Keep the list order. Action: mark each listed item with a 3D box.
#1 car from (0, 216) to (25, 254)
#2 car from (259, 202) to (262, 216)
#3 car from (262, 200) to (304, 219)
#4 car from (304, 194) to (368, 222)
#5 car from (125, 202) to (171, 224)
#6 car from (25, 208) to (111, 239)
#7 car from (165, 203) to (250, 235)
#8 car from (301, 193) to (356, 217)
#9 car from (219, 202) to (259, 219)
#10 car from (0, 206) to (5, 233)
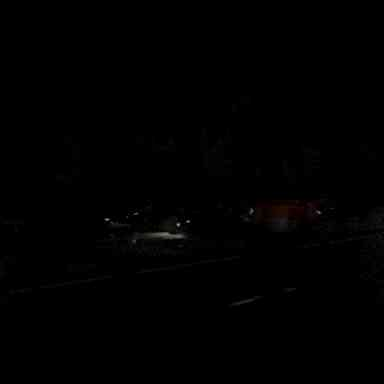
[{"bbox_3d":[-8.604,1.563,11.977,4.181,1.385,1.994,0,0,-36],"label":"car"},{"bbox_3d":[6.630,1.560,31.346,4.718,1.301,1.895,0,0,-35],"label":"car"},{"bbox_3d":[8.654,1.479,28.470,5.008,1.535,1.882,0,0,-36],"label":"car"},{"bbox_3d":[11.708,1.181,26.355,5.566,2.045,2.150,0,0,-35],"label":"car"},{"bbox_3d":[-2.637,1.504,24.808,4.674,1.442,1.812,0,0,-35],"label":"car"},{"bbox_3d":[-7.047,1.540,17.387,5.357,1.411,2.033,0,0,-35],"label":"car"},{"bbox_3d":[0.906,1.544,18.748,4.181,1.385,1.994,0,0,-35],"label":"car"},{"bbox_3d":[12.990,1.172,31.543,5.566,2.045,2.150,0,0,-35],"label":"car"},{"bbox_3d":[2.291,1.478,24.013,4.892,1.490,1.837,0,0,-35],"label":"car"},{"bbox_3d":[-12.521,1.563,17.781,4.181,1.385,1.994,0,0,-35],"label":"car"}]
